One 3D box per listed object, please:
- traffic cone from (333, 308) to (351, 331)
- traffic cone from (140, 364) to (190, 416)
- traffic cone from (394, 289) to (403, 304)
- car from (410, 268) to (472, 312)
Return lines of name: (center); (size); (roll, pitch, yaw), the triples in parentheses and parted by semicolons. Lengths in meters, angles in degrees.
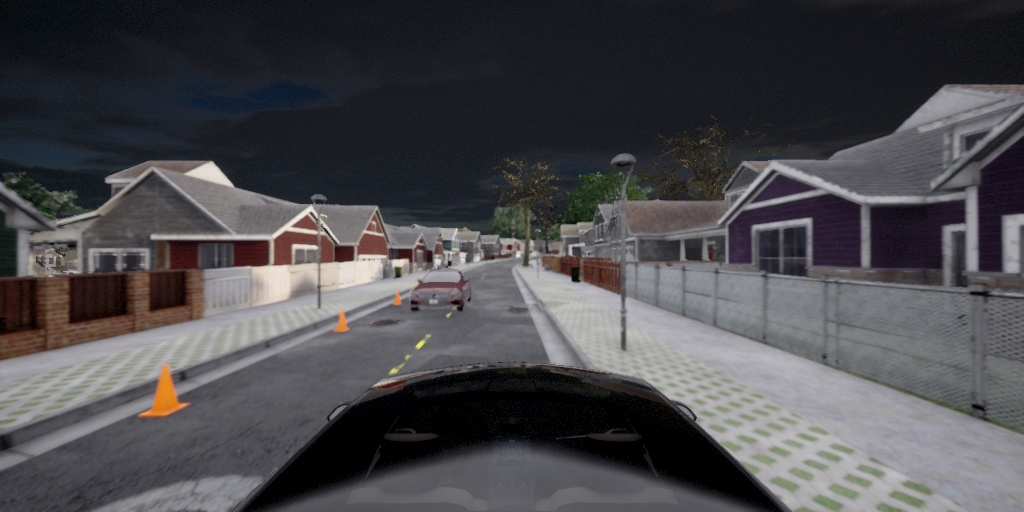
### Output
traffic cone: (-4.546, 1.680, 9.614); (0.340, 0.580, 0.340); (0, 0, -1)
traffic cone: (-4.481, 1.700, 4.639); (0.340, 0.580, 0.340); (0, 0, 0)
traffic cone: (-4.648, 1.657, 14.605); (0.340, 0.580, 0.340); (0, 0, -1)
car: (-2.620, 1.228, 14.095); (1.812, 1.442, 4.674); (0, 0, -1)
